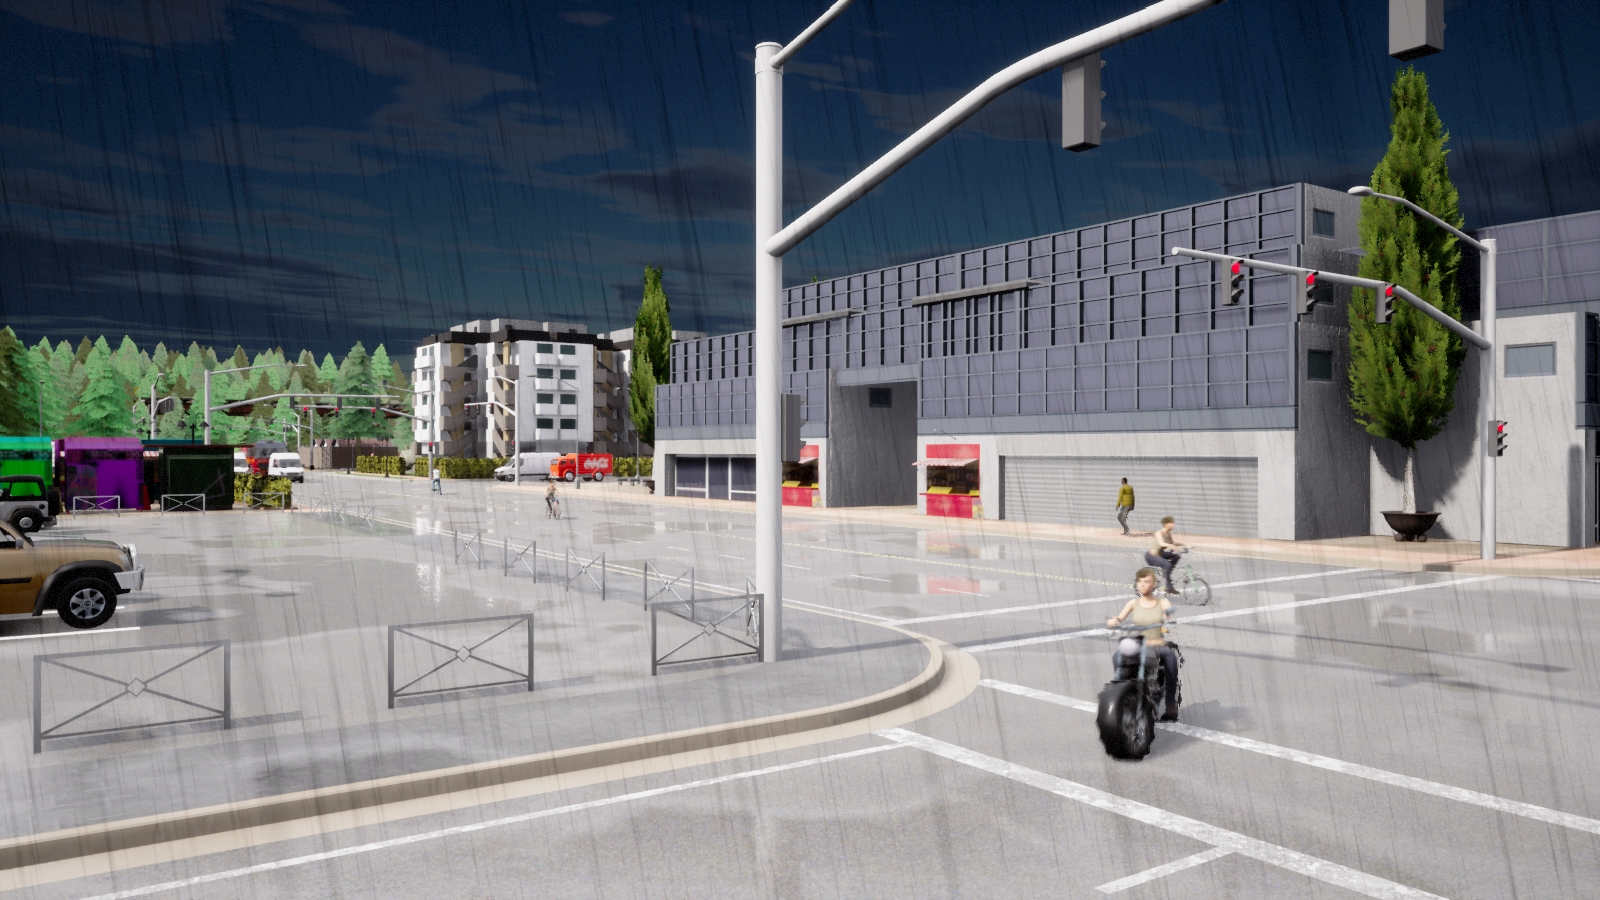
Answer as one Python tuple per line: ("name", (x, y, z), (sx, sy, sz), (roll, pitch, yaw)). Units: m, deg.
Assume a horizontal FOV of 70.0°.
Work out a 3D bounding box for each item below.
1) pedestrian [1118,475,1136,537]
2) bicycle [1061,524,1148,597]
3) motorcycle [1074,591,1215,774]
("pedestrian", (9.923, 1.696, 34.642), (0.375, 1.860, 0.375), (0, 0, -28))
("bicycle", (6.016, 2.158, 22.634), (0.859, 1.276, 1.487), (0, 0, -33))
("motorcycle", (3.384, 2.155, 11.043), (0.764, 1.307, 2.356), (-4, -2, 28))
